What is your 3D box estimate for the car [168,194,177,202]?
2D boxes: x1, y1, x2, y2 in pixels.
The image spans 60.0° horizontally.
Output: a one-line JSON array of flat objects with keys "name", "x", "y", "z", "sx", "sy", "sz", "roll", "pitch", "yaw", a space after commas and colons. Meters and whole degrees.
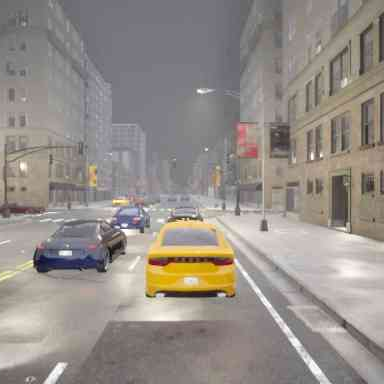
[{"name": "car", "x": -4.969, "y": 1.641, "z": 82.206, "sx": 1.994, "sy": 1.385, "sz": 4.181, "roll": 0, "pitch": 0, "yaw": -1}]

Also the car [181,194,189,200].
[{"name": "car", "x": -1.898, "y": 1.319, "z": 90.628, "sx": 2.097, "sy": 1.767, "sz": 4.553, "roll": 0, "pitch": 0, "yaw": -1}]

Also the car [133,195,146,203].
[{"name": "car", "x": -11.234, "y": 1.435, "z": 71.053, "sx": 2.097, "sy": 1.767, "sz": 4.553, "roll": 0, "pitch": 0, "yaw": -1}]

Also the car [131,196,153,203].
[{"name": "car", "x": -7.650, "y": 1.661, "z": 51.092, "sx": 1.895, "sy": 1.301, "sz": 4.718, "roll": 0, "pitch": 0, "yaw": -1}]

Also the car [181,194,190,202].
[{"name": "car", "x": -1.684, "y": 1.439, "z": 80.627, "sx": 2.097, "sy": 1.767, "sz": 4.553, "roll": 0, "pitch": 0, "yaw": -1}]

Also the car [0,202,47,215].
[{"name": "car", "x": -17.017, "y": 1.619, "z": 32.939, "sx": 4.718, "sy": 1.301, "sz": 1.895, "roll": 0, "pitch": 0, "yaw": 5}]

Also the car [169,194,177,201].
[{"name": "car", "x": -5.172, "y": 1.452, "z": 91.805, "sx": 2.097, "sy": 1.767, "sz": 4.553, "roll": 0, "pitch": 0, "yaw": -1}]

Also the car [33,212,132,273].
[{"name": "car", "x": -3.357, "y": 1.574, "z": 10.723, "sx": 1.994, "sy": 1.385, "sz": 4.181, "roll": 0, "pitch": 0, "yaw": -1}]

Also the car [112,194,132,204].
[{"name": "car", "x": -10.904, "y": 1.538, "z": 51.129, "sx": 1.882, "sy": 1.535, "sz": 5.008, "roll": 0, "pitch": 0, "yaw": -1}]

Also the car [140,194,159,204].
[{"name": "car", "x": -7.821, "y": 1.618, "z": 60.735, "sx": 2.033, "sy": 1.411, "sz": 5.357, "roll": 0, "pitch": 0, "yaw": -1}]

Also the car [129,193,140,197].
[{"name": "car", "x": -11.080, "y": 1.292, "z": 61.064, "sx": 2.150, "sy": 2.045, "sz": 5.566, "roll": 0, "pitch": 0, "yaw": -1}]

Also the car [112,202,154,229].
[{"name": "car", "x": -3.536, "y": 1.546, "z": 19.465, "sx": 1.812, "sy": 1.442, "sz": 4.674, "roll": 0, "pitch": 0, "yaw": -1}]

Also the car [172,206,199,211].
[{"name": "car", "x": -0.356, "y": 1.523, "z": 18.067, "sx": 1.837, "sy": 1.490, "sz": 4.892, "roll": 0, "pitch": 0, "yaw": -1}]

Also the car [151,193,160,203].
[{"name": "car", "x": -7.986, "y": 1.305, "z": 71.210, "sx": 2.150, "sy": 2.045, "sz": 5.566, "roll": 0, "pitch": 0, "yaw": -1}]

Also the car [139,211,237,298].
[{"name": "car", "x": -0.054, "y": 1.486, "z": 8.586, "sx": 1.882, "sy": 1.535, "sz": 5.008, "roll": 0, "pitch": 0, "yaw": -1}]
